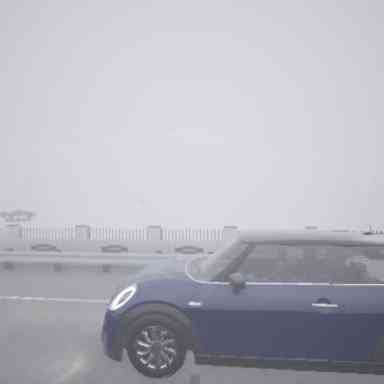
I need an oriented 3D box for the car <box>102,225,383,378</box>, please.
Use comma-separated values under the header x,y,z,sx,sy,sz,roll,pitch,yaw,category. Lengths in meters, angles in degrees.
x,y,z,sx,sy,sz,roll,pitch,yaw,category
1.084,1.349,4.816,4.553,1.767,2.097,0,0,7,car
